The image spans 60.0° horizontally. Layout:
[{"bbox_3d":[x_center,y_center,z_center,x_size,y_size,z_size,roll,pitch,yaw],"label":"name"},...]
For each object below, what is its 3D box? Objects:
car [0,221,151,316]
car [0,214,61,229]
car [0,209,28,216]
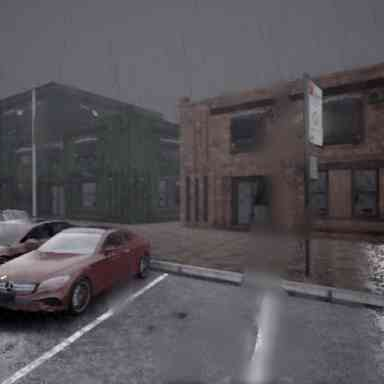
[{"bbox_3d":[-2.472,1.556,7.855,2.002,1.452,4.674,0,-1,16],"label":"car"},{"bbox_3d":[-4.922,1.560,9.573,2.163,1.488,4.792,0,-1,16],"label":"car"},{"bbox_3d":[-7.342,1.421,11.382,2.185,1.767,4.553,0,-1,16],"label":"car"}]
